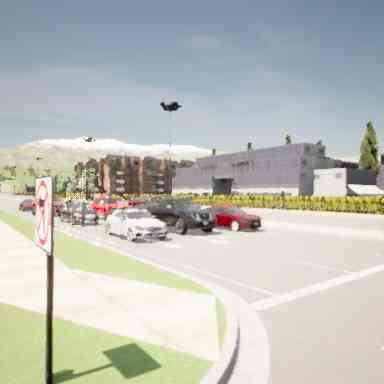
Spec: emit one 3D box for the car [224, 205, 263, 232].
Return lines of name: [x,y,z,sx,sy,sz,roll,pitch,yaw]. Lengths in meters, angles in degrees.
car: [2.356,1.618,21.632,1.882,1.535,5.008,1,0,-36]

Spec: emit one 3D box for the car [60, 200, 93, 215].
car: [-13.013,1.675,37.139,2.033,1.411,5.357,1,0,-35]

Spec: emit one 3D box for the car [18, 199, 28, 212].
car: [-20.145,1.630,41.223,1.812,1.442,4.674,1,0,-35]

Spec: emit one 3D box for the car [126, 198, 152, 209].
car: [-8.045,1.715,50.365,1.882,1.535,5.008,1,-1,-35]

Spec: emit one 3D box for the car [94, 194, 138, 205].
car: [-6.917,1.340,28.586,2.150,2.045,5.566,1,0,-35]

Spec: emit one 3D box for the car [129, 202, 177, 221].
car: [-3.642,1.696,30.012,2.033,1.411,5.357,1,0,-35]

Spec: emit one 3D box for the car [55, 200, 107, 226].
car: [-8.385,1.578,24.616,2.128,1.511,4.902,1,0,-36]

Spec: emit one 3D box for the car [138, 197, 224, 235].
car: [-0.849,1.332,20.098,2.150,2.045,5.566,1,0,-36]

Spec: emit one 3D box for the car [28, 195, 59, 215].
car: [-14.234,1.317,32.828,2.150,2.045,5.566,1,0,-35]

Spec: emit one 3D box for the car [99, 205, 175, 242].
car: [-2.978,1.604,17.097,1.812,1.442,4.674,1,0,-34]

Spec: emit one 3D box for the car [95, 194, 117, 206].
car: [-16.050,1.471,61.705,2.150,2.045,5.566,1,0,-35]
